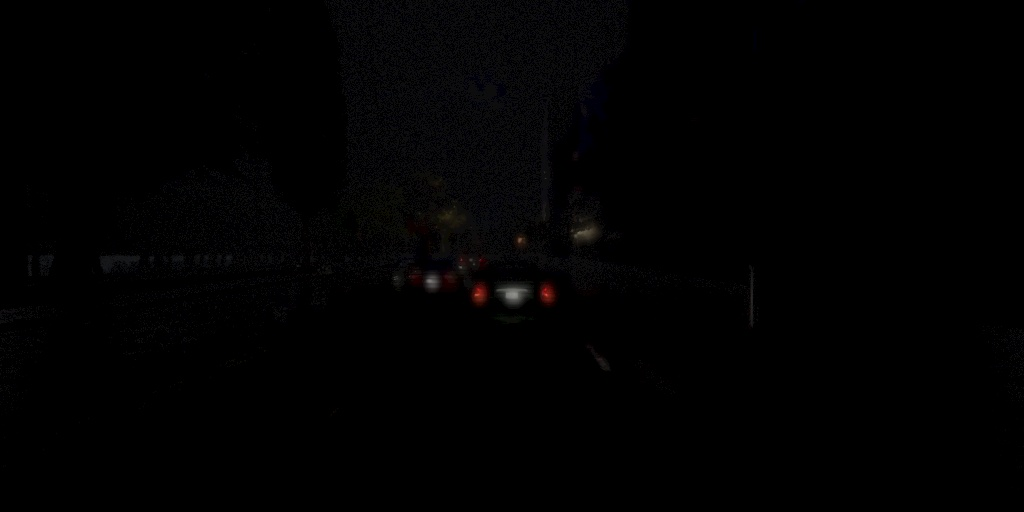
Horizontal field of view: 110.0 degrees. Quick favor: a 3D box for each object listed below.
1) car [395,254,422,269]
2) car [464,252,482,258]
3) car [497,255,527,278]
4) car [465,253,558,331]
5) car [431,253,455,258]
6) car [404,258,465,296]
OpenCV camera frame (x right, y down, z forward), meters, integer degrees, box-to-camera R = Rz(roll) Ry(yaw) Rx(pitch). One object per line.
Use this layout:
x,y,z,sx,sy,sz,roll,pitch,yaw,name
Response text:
-9.950,0.499,35.296,1.812,1.442,4.674,0,1,0,car
-3.250,0.402,31.857,2.097,1.767,4.553,0,1,0,car
0.007,0.712,26.796,2.033,1.411,5.357,0,1,0,car
0.054,0.896,10.374,2.097,1.767,4.553,0,1,0,car
-6.700,0.459,34.942,1.882,1.535,5.008,0,1,0,car
-3.203,0.967,16.403,1.994,1.385,4.181,0,1,0,car
